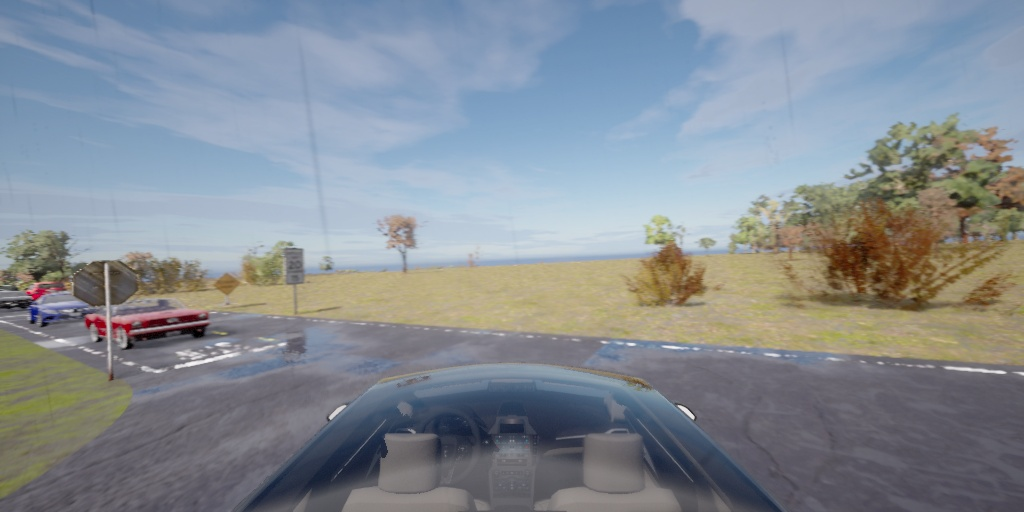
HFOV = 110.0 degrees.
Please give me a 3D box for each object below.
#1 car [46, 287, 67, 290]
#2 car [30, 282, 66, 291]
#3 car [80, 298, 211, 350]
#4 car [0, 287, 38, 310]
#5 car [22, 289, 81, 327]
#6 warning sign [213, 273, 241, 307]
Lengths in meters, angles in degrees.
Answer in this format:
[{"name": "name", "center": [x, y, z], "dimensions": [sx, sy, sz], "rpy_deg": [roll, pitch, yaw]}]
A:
[{"name": "car", "center": [-35.492, 3.405, 28.969], "dimensions": [4.718, 1.301, 1.895], "rpy_deg": [-3, -1, 31]}, {"name": "car", "center": [-44.338, 3.525, 34.150], "dimensions": [5.566, 2.045, 2.150], "rpy_deg": [-3, -1, 31]}, {"name": "car", "center": [-11.717, 2.039, 11.517], "dimensions": [4.718, 1.301, 1.895], "rpy_deg": [-3, -1, 31]}, {"name": "car", "center": [-38.398, 3.404, 27.399], "dimensions": [5.008, 1.535, 1.882], "rpy_deg": [-3, -1, 31]}, {"name": "car", "center": [-22.036, 2.538, 17.630], "dimensions": [4.674, 1.442, 1.812], "rpy_deg": [-3, -1, 31]}, {"name": "warning sign", "center": [-16.104, 1.873, 20.283], "dimensions": [1.060, 1.860, 1.300], "rpy_deg": [0, 0, 31]}]
